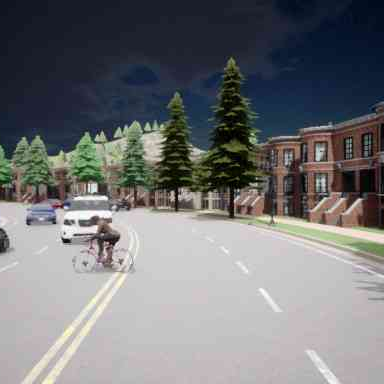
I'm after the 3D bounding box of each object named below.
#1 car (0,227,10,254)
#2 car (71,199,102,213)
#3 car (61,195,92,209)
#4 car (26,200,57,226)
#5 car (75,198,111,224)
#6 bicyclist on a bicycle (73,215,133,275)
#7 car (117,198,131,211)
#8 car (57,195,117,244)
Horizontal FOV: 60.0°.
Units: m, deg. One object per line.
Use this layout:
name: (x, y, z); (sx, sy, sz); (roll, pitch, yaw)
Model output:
car: (-7.656, 1.564, 10.656); (1.994, 1.385, 4.181); (0, 0, -5)
car: (-12.360, 1.526, 38.697); (1.812, 1.442, 4.674); (0, 0, -41)
car: (-16.404, 1.352, 47.164); (4.553, 1.767, 2.097); (0, 0, 39)
car: (-10.740, 1.525, 23.819); (1.812, 1.442, 4.674); (0, 0, -24)
car: (-7.765, 1.352, 25.798); (2.097, 1.767, 4.553); (0, 0, -25)
bicyclist on a bicycle: (-2.444, 1.455, 9.081); (1.656, 1.620, 0.582); (-2, 0, -2)
car: (-9.152, 1.505, 40.279); (1.837, 1.490, 4.892); (0, 0, -40)
car: (-4.926, 1.214, 16.339); (2.150, 2.045, 5.566); (0, 1, -13)
